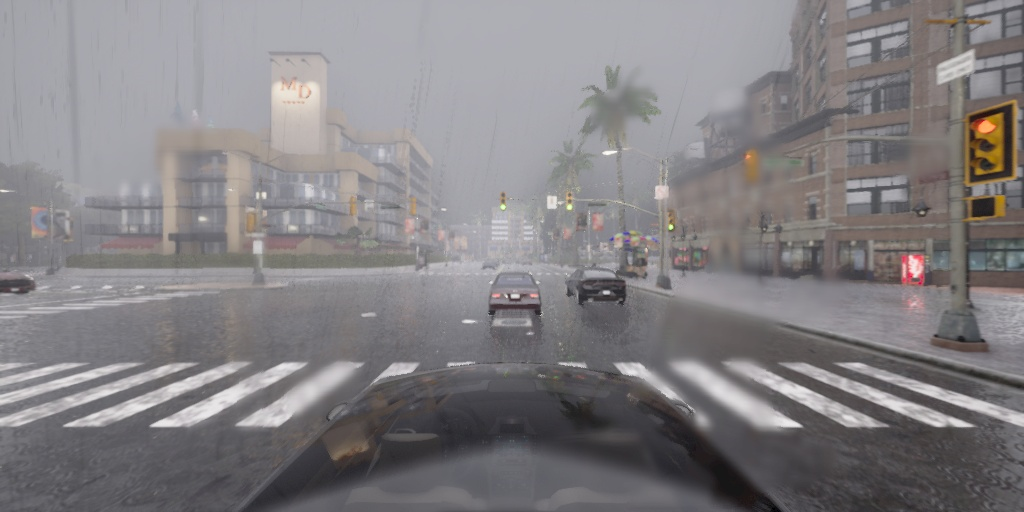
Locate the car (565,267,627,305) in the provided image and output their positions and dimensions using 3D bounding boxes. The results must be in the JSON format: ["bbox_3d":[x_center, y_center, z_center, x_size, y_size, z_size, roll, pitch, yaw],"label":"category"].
[{"bbox_3d":[3.597,1.240,16.139,1.882,1.535,5.008,0,0,0],"label":"car"}]

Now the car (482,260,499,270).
[{"bbox_3d":[-3.509,1.344,55.159,2.033,1.411,5.357,0,0,0],"label":"car"}]

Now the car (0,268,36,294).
[{"bbox_3d":[-27.216,1.118,18.036,4.553,1.767,2.097,0,0,0],"label":"car"}]

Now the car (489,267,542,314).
[{"bbox_3d":[0.098,1.308,13.744,2.033,1.411,5.357,0,0,0],"label":"car"}]
